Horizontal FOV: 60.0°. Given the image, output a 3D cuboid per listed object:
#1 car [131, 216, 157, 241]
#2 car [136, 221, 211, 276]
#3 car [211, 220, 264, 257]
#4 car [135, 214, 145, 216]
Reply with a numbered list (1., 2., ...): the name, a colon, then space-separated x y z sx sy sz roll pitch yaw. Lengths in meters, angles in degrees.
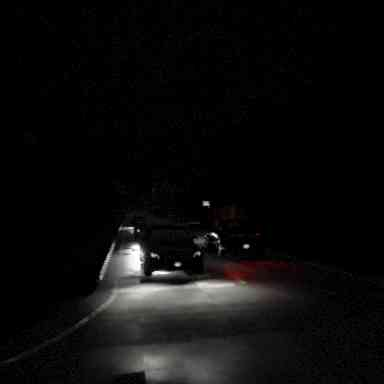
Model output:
1. car: -3.017 2.573 22.809 1.895 1.301 4.718 0 -3 -11
2. car: -0.899 1.966 12.070 1.812 1.442 4.674 0 -3 -12
3. car: 1.833 2.078 15.744 2.128 1.511 4.902 0 -3 -9
4. car: -6.173 3.354 39.384 1.994 1.385 4.181 0 -3 -11
